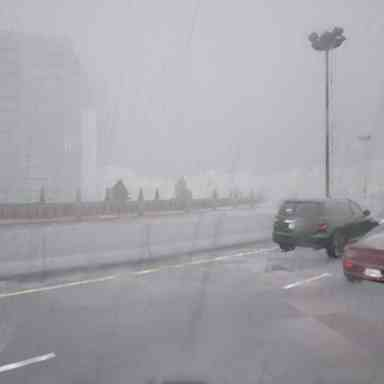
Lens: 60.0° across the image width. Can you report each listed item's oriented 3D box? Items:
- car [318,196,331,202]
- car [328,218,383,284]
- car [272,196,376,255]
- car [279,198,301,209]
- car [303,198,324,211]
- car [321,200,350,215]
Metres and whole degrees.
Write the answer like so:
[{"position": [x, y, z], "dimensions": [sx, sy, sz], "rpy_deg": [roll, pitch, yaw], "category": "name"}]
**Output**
[{"position": [30.013, 1.599, 75.312], "dimensions": [1.994, 1.385, 4.181], "rpy_deg": [0, 0, 10], "category": "car"}, {"position": [5.548, 1.535, 8.521], "dimensions": [4.674, 1.442, 1.812], "rpy_deg": [0, 0, -41], "category": "car"}, {"position": [5.376, 1.243, 13.001], "dimensions": [5.566, 2.045, 2.150], "rpy_deg": [0, 0, -42], "category": "car"}, {"position": [14.174, 1.586, 47.815], "dimensions": [2.128, 1.511, 4.902], "rpy_deg": [0, 0, 27], "category": "car"}, {"position": [16.026, 1.554, 43.850], "dimensions": [1.882, 1.535, 5.008], "rpy_deg": [0, 0, 29], "category": "car"}, {"position": [15.941, 1.604, 36.760], "dimensions": [2.033, 1.411, 5.357], "rpy_deg": [0, 0, 33], "category": "car"}]
